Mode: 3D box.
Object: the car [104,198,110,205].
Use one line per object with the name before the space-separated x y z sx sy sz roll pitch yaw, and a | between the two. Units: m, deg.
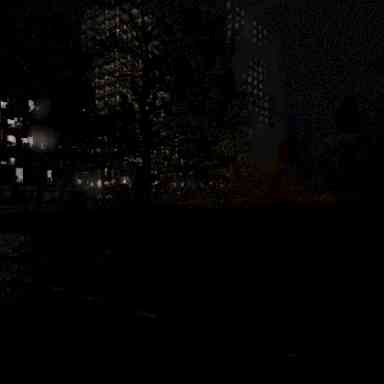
car | -14.327 1.511 64.050 2.150 2.045 5.566 -1 -1 37
